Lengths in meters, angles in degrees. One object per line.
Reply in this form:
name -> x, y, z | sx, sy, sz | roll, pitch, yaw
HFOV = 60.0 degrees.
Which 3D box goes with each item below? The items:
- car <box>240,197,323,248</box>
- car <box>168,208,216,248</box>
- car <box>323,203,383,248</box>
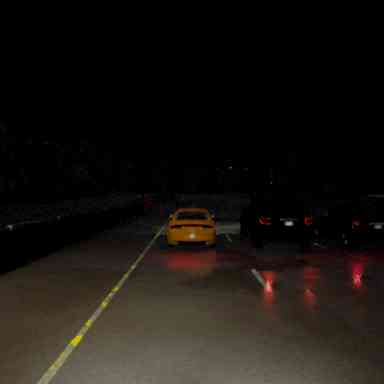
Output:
car -> 3.500, 1.211, 14.674 | 2.150, 2.045, 5.566 | 0, 0, 0
car -> 0.000, 1.439, 14.646 | 1.882, 1.535, 5.008 | 0, 0, 0
car -> 7.000, 1.321, 14.615 | 2.097, 1.767, 4.553 | 0, 0, 0
